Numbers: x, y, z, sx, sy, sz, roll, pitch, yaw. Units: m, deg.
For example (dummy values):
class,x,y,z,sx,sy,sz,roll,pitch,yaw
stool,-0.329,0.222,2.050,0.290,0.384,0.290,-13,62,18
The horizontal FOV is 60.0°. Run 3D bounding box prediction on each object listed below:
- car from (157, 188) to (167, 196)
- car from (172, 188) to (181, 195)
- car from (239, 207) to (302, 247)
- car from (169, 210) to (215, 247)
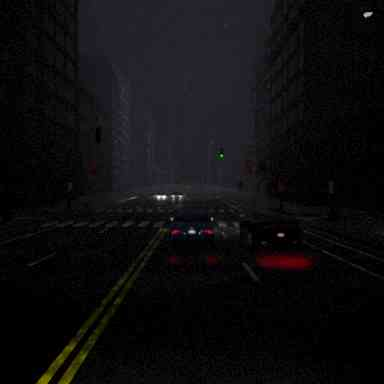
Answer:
class,x,y,z,sx,sy,sz,roll,pitch,yaw
car,-6.499,-0.053,71.684,2.128,1.511,4.902,0,2,0
car,-3.249,-0.054,71.684,1.812,1.442,4.674,0,2,0
car,3.250,1.407,14.646,1.882,1.535,5.008,0,0,0
car,0.000,1.485,14.647,2.033,1.411,5.357,0,0,0
